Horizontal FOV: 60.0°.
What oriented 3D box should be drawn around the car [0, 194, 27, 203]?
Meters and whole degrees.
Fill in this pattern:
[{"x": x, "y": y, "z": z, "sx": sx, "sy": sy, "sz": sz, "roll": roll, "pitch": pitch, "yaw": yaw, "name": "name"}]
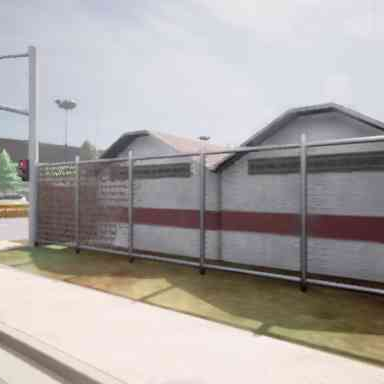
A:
[{"x": -21.102, "y": 1.248, "z": 36.687, "sx": 2.150, "sy": 2.045, "sz": 5.566, "roll": 0, "pitch": 0, "yaw": 35, "name": "car"}]
